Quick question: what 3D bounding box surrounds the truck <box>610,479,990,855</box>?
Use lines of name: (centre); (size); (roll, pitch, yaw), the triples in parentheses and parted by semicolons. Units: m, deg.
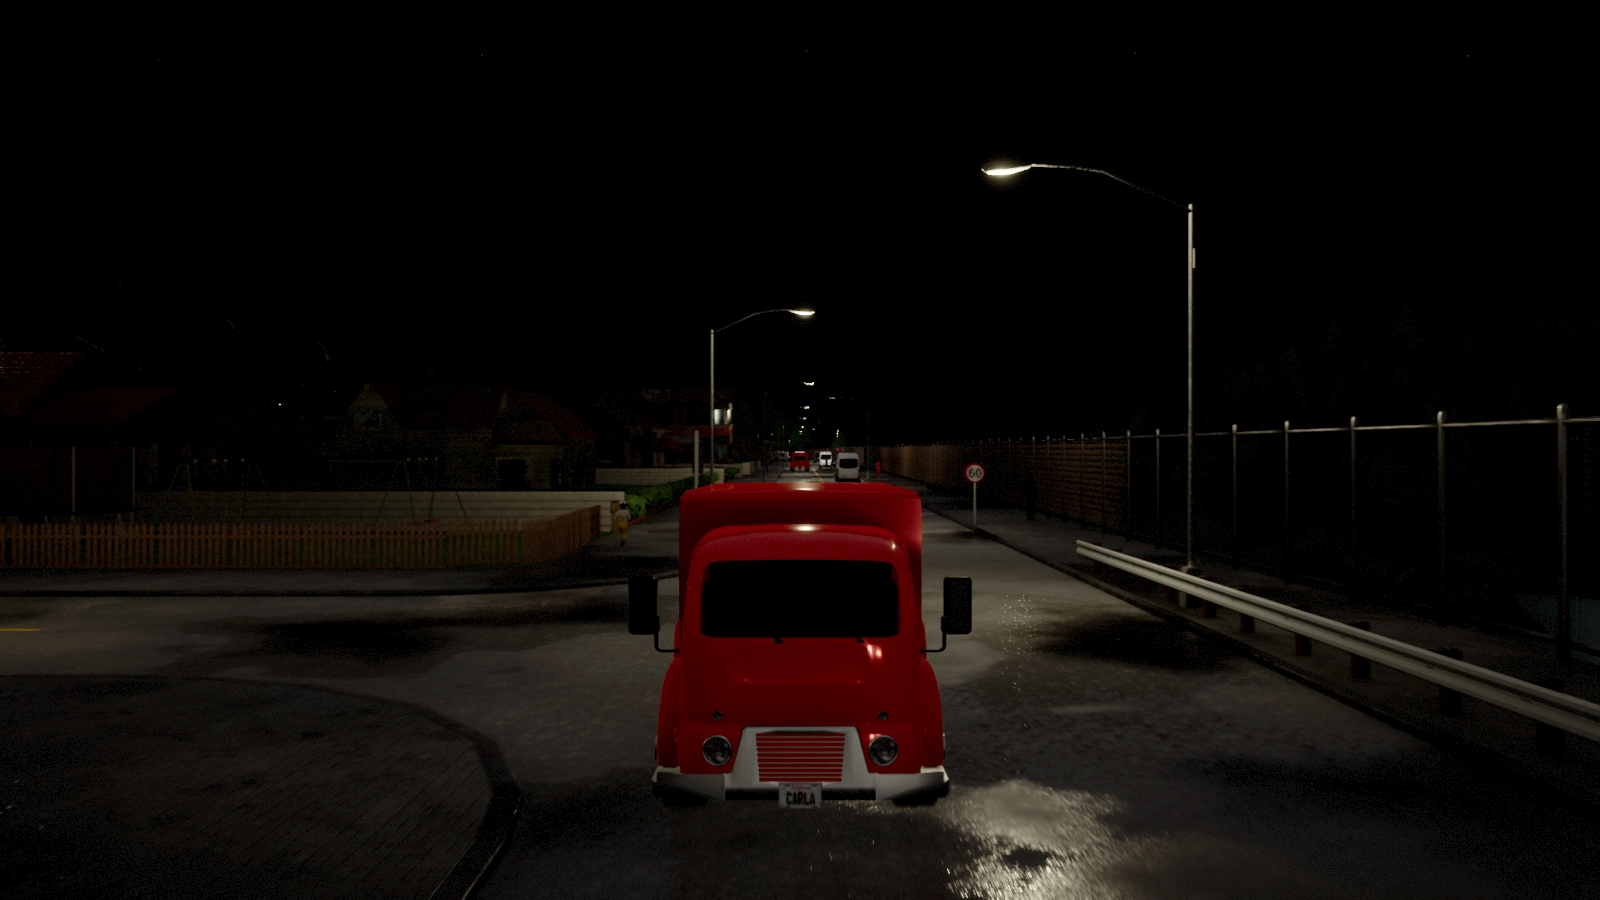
truck: (-0.001, 1.569, 10.499); (2.627, 2.467, 5.204); (0, 0, 0)

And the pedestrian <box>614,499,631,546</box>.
pedestrian: (-4.977, 2.027, 31.995); (0.375, 1.300, 0.375); (0, 0, 10)

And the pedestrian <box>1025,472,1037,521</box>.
pedestrian: (8.674, 1.747, 42.975); (0.375, 1.860, 0.375); (0, 0, 1)
